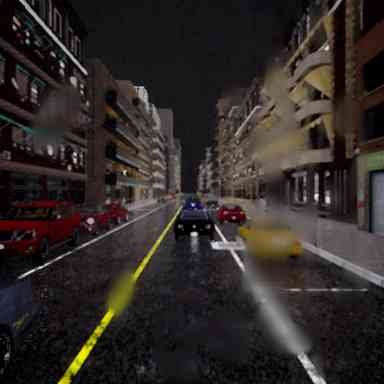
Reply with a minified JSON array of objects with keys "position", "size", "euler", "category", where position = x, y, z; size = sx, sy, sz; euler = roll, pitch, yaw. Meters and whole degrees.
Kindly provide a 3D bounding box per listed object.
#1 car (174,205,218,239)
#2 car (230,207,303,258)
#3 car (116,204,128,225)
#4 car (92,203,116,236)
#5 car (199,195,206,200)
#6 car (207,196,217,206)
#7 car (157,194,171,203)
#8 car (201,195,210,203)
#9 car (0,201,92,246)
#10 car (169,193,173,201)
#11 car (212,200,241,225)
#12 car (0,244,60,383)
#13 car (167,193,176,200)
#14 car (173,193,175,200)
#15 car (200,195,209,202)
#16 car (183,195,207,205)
[{"position":[0.108,1.571,17.015],"size":[1.895,1.301,4.718],"euler":[0,0,0],"category":"car"},{"position":[2.697,1.503,12.475],"size":[1.752,1.417,4.829],"euler":[0,0,0],"category":"car"},{"position":[-5.677,1.503,23.587],"size":[1.887,1.381,4.507],"euler":[0,0,0],"category":"car"},{"position":[-5.680,1.408,17.949],"size":[1.967,1.590,4.097],"euler":[0,0,0],"category":"car"},{"position":[2.735,1.422,85.576],"size":[1.802,1.307,4.206],"euler":[0,0,0],"category":"car"},{"position":[2.715,1.467,46.122],"size":[2.008,1.369,4.403],"euler":[0,0,0],"category":"car"},{"position":[-5.657,1.435,63.039],"size":[2.008,1.369,4.403],"euler":[0,0,0],"category":"car"},{"position":[2.728,1.398,68.837],"size":[1.752,1.417,4.829],"euler":[0,0,0],"category":"car"},{"position":[-5.682,1.293,12.313],"size":[2.192,1.841,5.009],"euler":[0,0,0],"category":"car"},{"position":[-5.654,1.424,68.676],"size":[2.008,1.369,4.403],"euler":[0,0,0],"category":"car"},{"position":[2.703,1.503,23.578],"size":[1.887,1.381,4.507],"euler":[0,0,0],"category":"car"},{"position":[-3.100,1.543,2.457],"size":[2.033,1.411,5.357],"euler":[0,0,0],"category":"car"},{"position":[-5.641,1.144,91.221],"size":[2.192,1.841,5.009],"euler":[0,0,0],"category":"car"},{"position":[-5.648,1.396,79.948],"size":[1.887,1.381,4.507],"euler":[0,0,0],"category":"car"},{"position":[2.730,1.428,74.304],"size":[1.947,1.339,4.313],"euler":[0,0,0],"category":"car"},{"position":[0.117,1.290,34.293],"size":[2.097,1.767,4.553],"euler":[0,0,0],"category":"car"}]
